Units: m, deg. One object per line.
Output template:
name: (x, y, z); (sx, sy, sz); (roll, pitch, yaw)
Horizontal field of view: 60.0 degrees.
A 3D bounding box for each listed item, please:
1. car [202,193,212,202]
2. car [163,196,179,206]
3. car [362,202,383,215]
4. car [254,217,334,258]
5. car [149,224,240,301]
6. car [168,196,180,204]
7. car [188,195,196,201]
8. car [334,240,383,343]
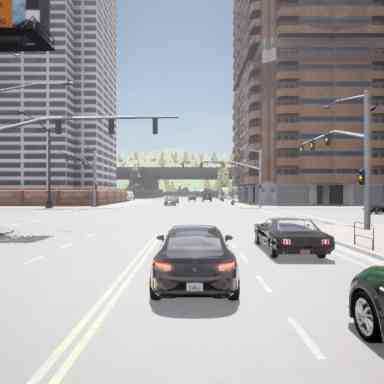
car: (3.534, 1.225, 77.979); (2.150, 2.045, 5.566); (0, 0, 0)
car: (-3.577, 1.491, 54.797); (2.128, 1.511, 4.902); (0, 0, -1)
car: (19.971, 1.601, 33.697); (4.718, 1.301, 1.895); (0, 0, 1)
car: (3.608, 1.601, 12.679); (1.895, 1.301, 4.718); (0, 0, 1)
car: (0.064, 1.526, 8.227); (1.812, 1.442, 4.674); (0, 0, 0)
car: (-3.513, 1.491, 65.201); (2.128, 1.511, 4.902); (0, 0, 1)
car: (0.033, 1.425, 77.270); (1.837, 1.490, 4.892); (0, 0, 0)
car: (3.601, 1.352, 3.594); (2.097, 1.767, 4.553); (0, 0, 0)
